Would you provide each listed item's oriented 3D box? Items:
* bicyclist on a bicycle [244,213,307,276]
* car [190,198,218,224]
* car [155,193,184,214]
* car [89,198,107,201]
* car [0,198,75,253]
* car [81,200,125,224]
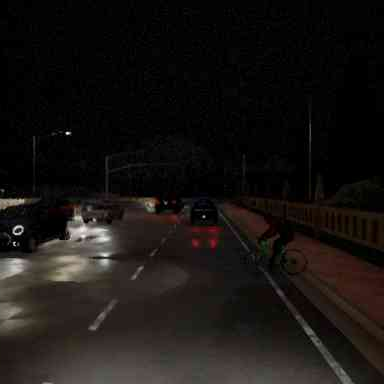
[{"bbox_3d":[2.155,1.371,8.647,1.656,1.620,0.582,-1,0,2],"label":"bicyclist on a bicycle"},{"bbox_3d":[0.885,1.415,24.390,2.128,1.511,4.902,0,0,2],"label":"car"},{"bbox_3d":[-2.343,1.114,33.664,2.150,2.045,5.566,0,0,2],"label":"car"},{"bbox_3d":[-9.454,1.381,33.424,2.128,1.511,4.902,0,0,2],"label":"car"},{"bbox_3d":[-6.702,1.306,13.353,2.097,1.767,4.553,0,0,2],"label":"car"},{"bbox_3d":[-6.320,1.522,24.049,1.895,1.301,4.718,0,0,2],"label":"car"}]
